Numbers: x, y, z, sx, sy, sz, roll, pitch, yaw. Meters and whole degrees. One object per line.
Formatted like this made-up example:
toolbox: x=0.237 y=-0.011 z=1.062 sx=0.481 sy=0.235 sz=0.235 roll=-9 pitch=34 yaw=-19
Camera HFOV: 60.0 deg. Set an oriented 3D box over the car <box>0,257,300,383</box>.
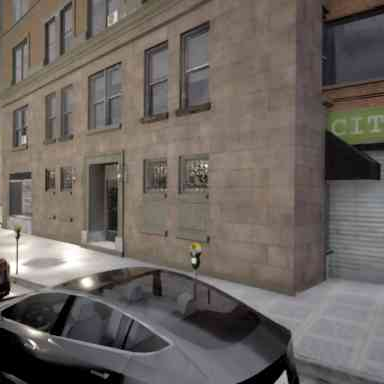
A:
car: x=-1.010 y=1.567 z=3.793 sx=4.313 sy=1.339 sz=1.947 roll=0 pitch=1 yaw=35
